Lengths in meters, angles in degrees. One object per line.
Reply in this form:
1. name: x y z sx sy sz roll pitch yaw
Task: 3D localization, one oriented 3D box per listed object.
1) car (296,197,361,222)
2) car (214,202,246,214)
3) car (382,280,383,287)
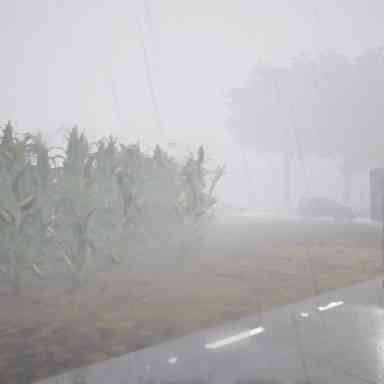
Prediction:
1. car: 12.095 1.460 29.886 2.150 2.045 5.566 -1 0 -36
2. car: 4.574 1.947 40.539 1.994 1.385 4.181 -1 0 -35
3. car: 6.473 1.555 7.566 5.357 1.411 2.033 0 0 -36
